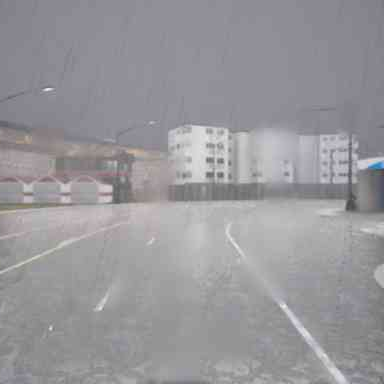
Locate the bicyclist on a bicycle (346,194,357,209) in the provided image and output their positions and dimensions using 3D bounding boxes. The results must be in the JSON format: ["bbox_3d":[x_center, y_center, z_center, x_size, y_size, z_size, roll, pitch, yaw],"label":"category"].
[{"bbox_3d":[17.483,0.999,36.161,0.582,1.620,1.656,0,0,-34],"label":"bicyclist on a bicycle"}]
